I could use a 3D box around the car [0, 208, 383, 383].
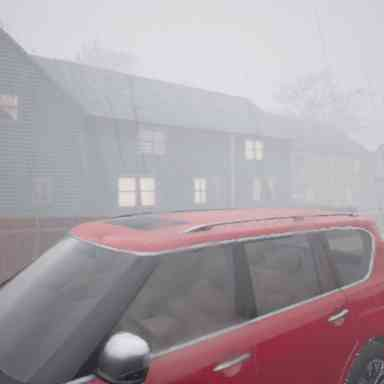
[{"bbox_3d":[-0.263,1.220,2.900,5.566,2.045,2.150,0,0,-35],"label":"car"}]
